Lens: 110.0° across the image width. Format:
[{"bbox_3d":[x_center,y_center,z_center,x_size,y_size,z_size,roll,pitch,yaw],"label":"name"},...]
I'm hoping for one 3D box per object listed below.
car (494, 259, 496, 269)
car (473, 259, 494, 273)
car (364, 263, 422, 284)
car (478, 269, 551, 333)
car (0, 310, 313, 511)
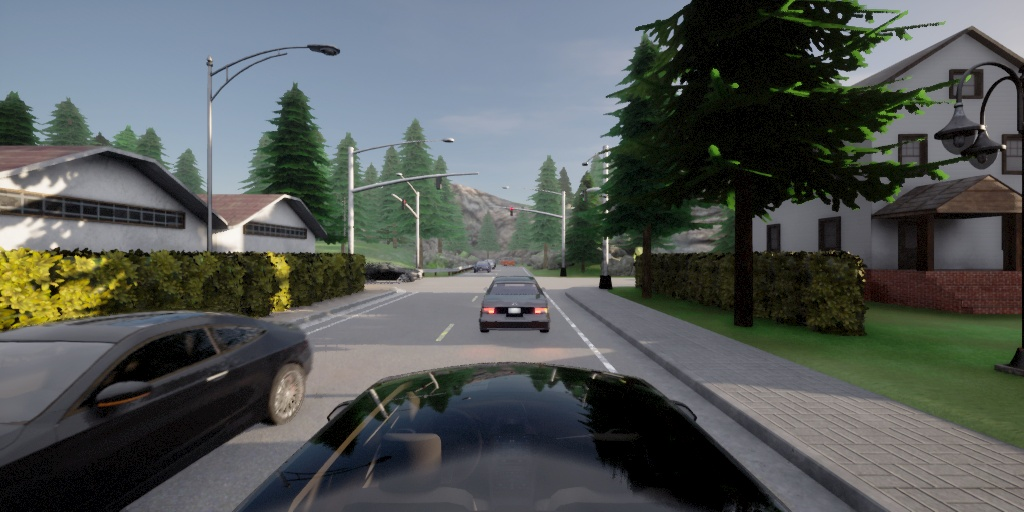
[{"bbox_3d":[-3.561,1.276,53.665,1.812,1.442,4.674,0,0,0],"label":"car"},{"bbox_3d":[-3.567,1.276,43.648,1.812,1.442,4.674,0,0,0],"label":"car"},{"bbox_3d":[-9.143,1.227,26.285,4.902,1.511,2.128,0,0,0],"label":"car"},{"bbox_3d":[0.076,1.297,10.729,2.033,1.411,5.357,0,0,0],"label":"car"},{"bbox_3d":[-3.577,1.276,3.032,1.812,1.442,4.674,0,0,0],"label":"car"}]
